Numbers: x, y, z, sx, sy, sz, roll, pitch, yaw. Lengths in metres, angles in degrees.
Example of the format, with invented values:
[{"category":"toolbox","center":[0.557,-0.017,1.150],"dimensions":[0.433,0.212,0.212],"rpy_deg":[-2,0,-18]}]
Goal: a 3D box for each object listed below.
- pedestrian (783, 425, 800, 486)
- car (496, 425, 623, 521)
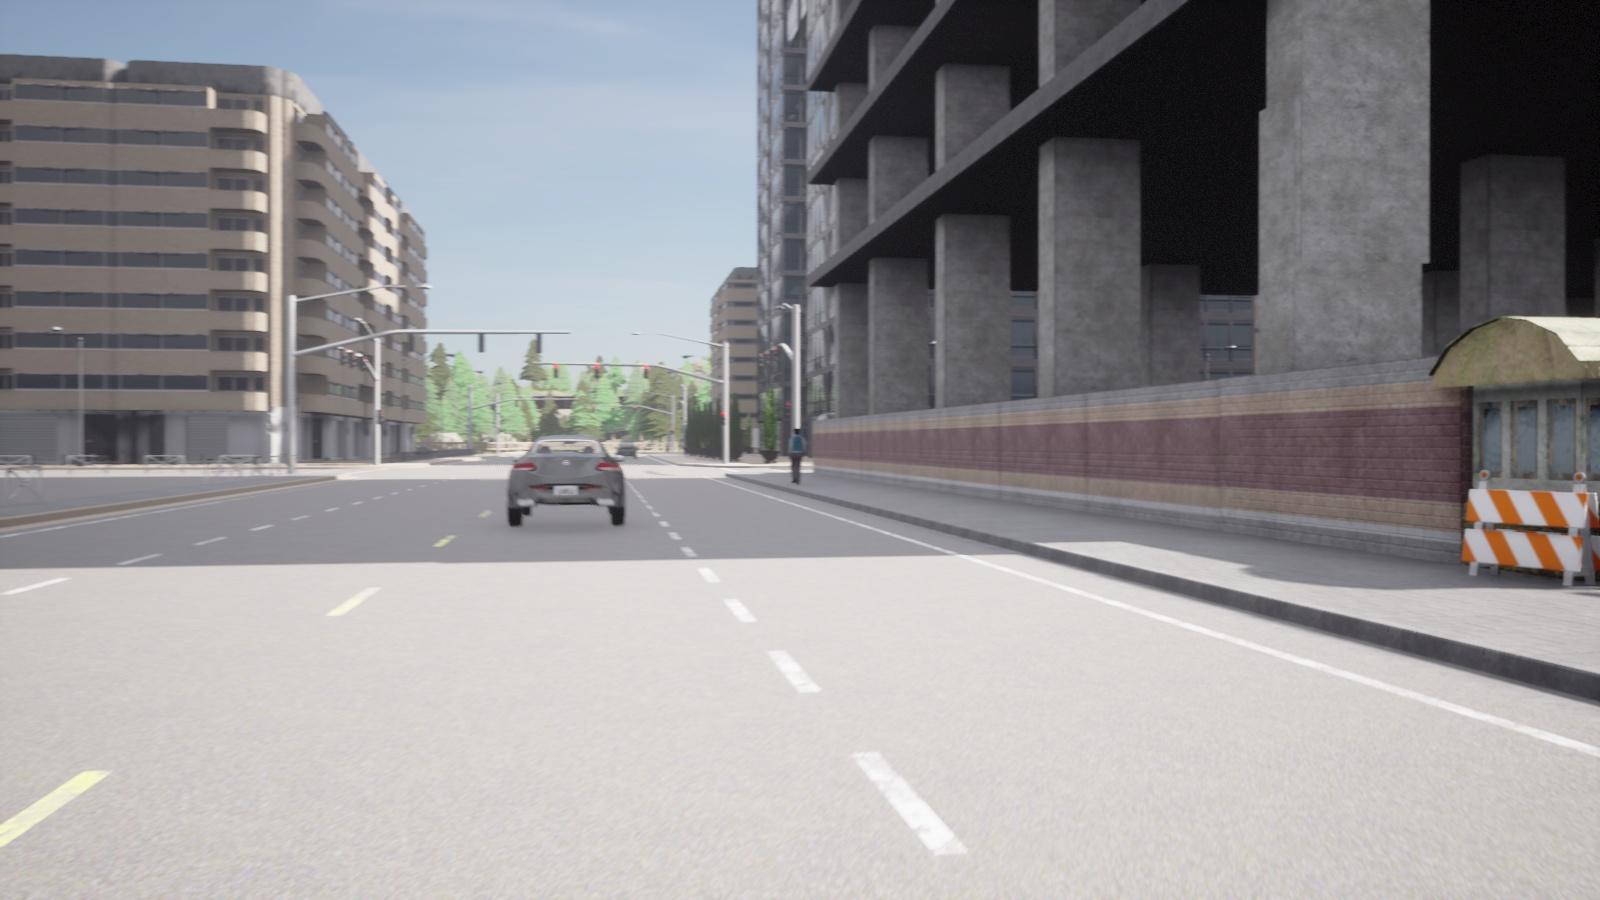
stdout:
[{"category":"pedestrian","center":[-0.267,0.169,39.638],"dimensions":[0.396,1.930,0.692],"rpy_deg":[0,0,-11]},{"category":"car","center":[-4.565,0.376,24.205],"dimensions":[2.152,1.651,5.027],"rpy_deg":[0,0,-10]}]
